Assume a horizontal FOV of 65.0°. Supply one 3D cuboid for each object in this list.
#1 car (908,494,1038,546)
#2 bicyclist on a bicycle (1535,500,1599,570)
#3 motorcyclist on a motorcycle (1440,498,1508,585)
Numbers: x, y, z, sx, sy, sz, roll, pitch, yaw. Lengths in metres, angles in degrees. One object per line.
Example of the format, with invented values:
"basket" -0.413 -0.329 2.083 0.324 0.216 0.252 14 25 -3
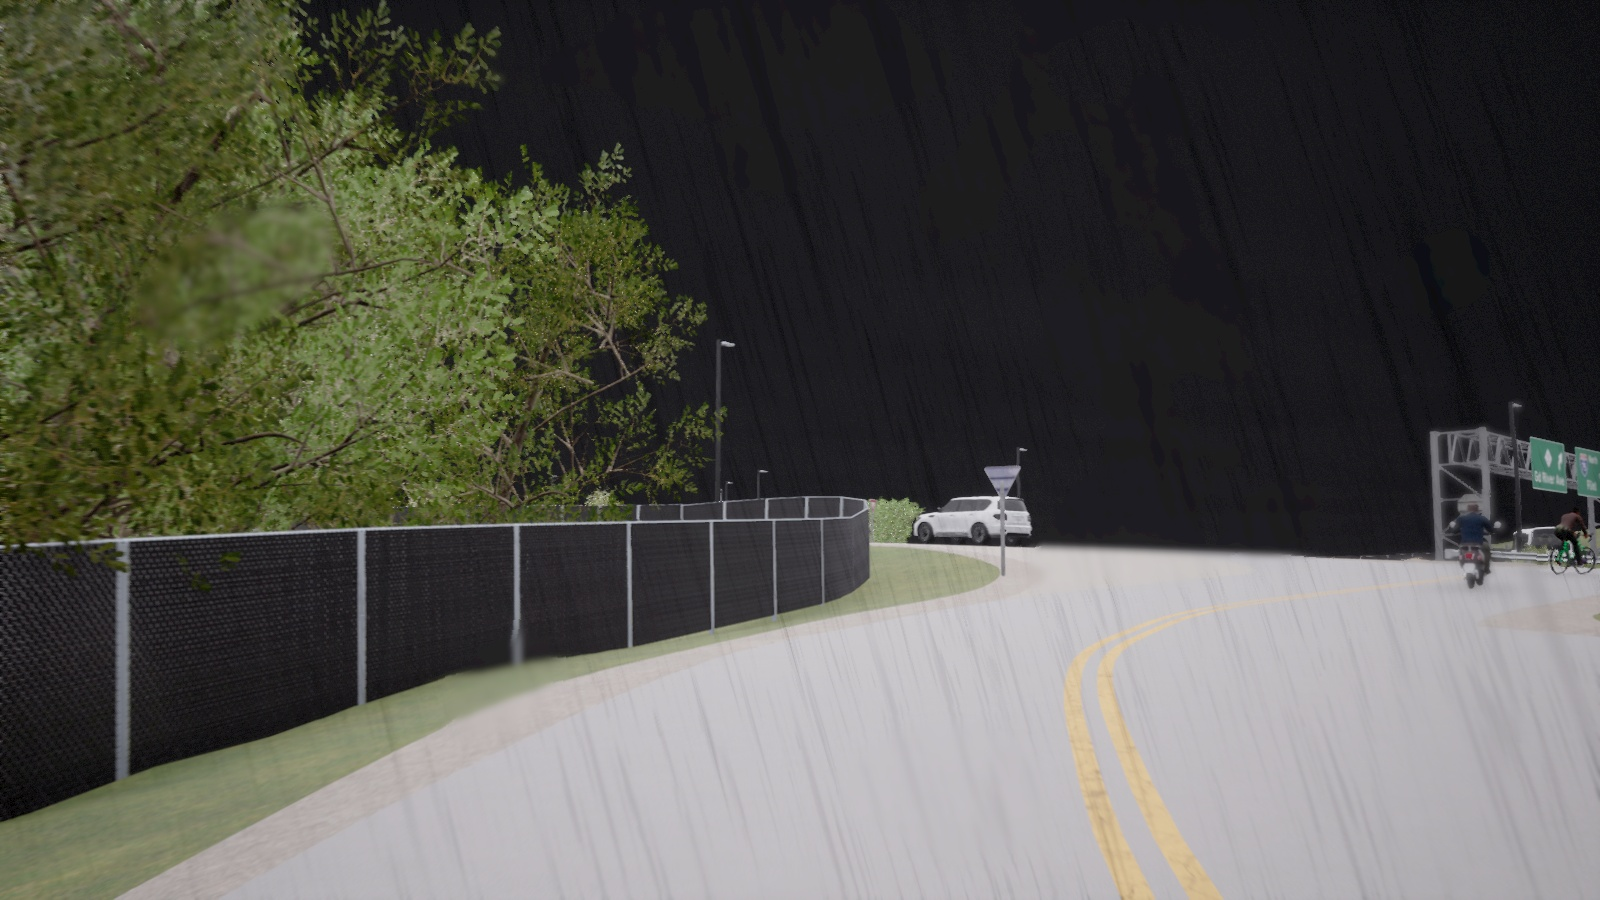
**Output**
"car" 7.221 2.955 52.971 2.150 2.045 5.566 4 -5 -36
"bicyclist on a bicycle" 18.329 2.019 29.883 1.656 1.620 0.582 2 -3 -26
"motorcyclist on a motorcycle" 12.807 1.716 23.830 0.866 1.590 1.817 -3 -4 35
